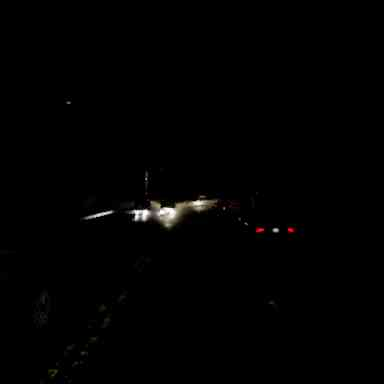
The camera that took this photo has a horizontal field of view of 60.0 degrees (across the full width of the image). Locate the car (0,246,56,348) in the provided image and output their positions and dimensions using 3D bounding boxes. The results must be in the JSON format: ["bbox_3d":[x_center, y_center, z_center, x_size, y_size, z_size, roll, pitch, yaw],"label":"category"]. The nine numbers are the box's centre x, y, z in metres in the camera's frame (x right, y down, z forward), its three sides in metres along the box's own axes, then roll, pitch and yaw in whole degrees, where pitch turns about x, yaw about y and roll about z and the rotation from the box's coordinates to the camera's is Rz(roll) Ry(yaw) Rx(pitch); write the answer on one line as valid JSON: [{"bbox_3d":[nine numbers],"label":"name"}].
[{"bbox_3d":[-3.350,1.503,4.069,2.128,1.511,4.902,0,0,0],"label":"car"}]

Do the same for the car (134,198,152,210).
[{"bbox_3d":[-6.592,1.617,44.799,2.128,1.511,4.902,0,0,0],"label":"car"}]

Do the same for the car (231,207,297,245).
[{"bbox_3d":[3.349,1.592,15.788,2.033,1.411,5.357,0,0,0],"label":"car"}]

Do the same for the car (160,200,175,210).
[{"bbox_3d":[-3.343,1.731,46.215,1.895,1.301,4.718,0,0,0],"label":"car"}]

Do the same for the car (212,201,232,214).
[{"bbox_3d":[3.346,1.667,36.673,1.994,1.385,4.181,0,0,0],"label":"car"}]
